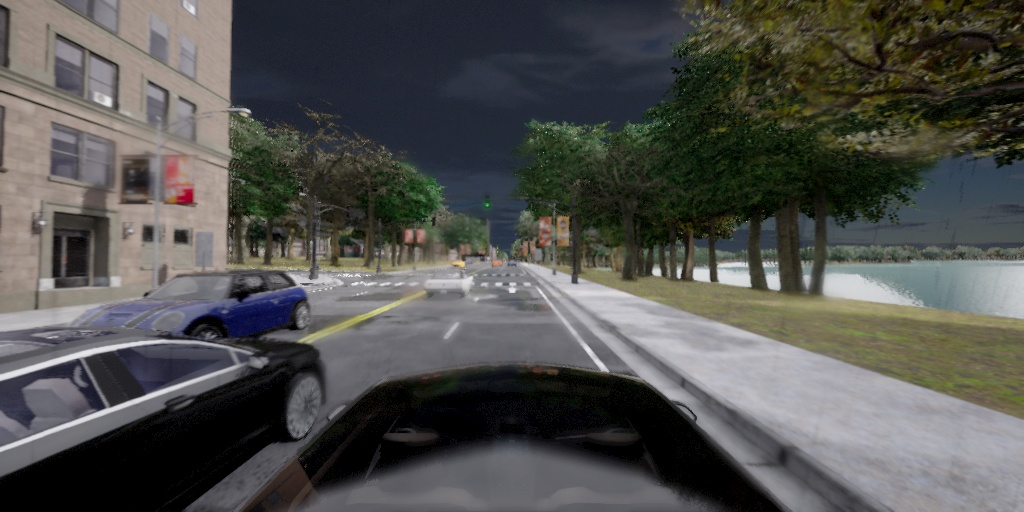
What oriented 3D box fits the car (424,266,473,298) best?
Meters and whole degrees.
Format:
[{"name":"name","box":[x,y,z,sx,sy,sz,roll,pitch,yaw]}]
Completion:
[{"name":"car","box":[-3.148,1.381,18.812,1.895,1.301,4.718,0,0,0]}]

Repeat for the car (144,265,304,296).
[{"name":"car","box":[-6.591,1.109,7.937,2.097,1.767,4.553,0,0,0]}]

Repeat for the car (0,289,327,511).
[{"name":"car","box":[-3.148,1.243,2.422,2.128,1.511,4.902,0,0,0]}]
